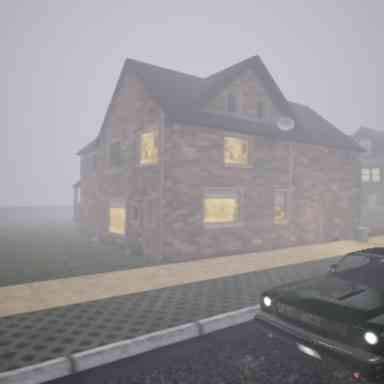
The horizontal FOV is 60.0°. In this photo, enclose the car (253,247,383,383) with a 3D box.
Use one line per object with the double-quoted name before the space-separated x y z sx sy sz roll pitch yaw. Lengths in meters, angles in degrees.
"car" 3.227 1.657 5.363 4.718 1.301 1.895 1 0 -35
